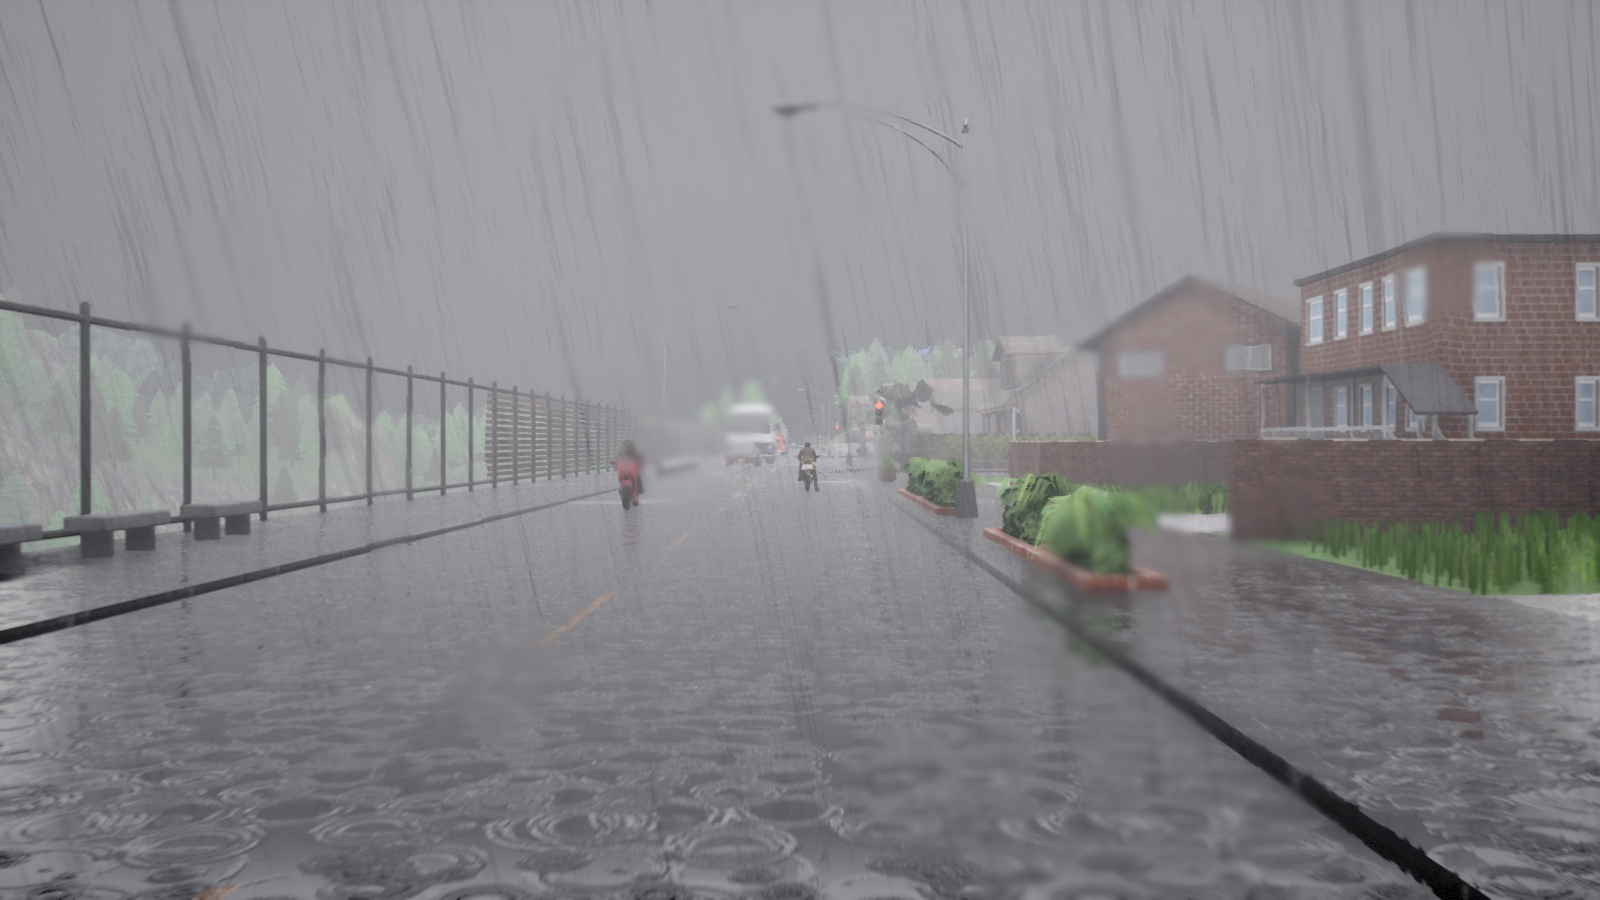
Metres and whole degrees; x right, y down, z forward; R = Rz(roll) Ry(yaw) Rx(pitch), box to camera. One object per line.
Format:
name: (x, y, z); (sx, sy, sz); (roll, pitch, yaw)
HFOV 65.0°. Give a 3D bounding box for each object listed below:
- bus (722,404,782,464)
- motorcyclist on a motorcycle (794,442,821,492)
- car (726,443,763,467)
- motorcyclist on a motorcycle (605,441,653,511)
bus: (-3.447, -1.159, 93.432); (3.944, 4.253, 10.273); (0, 0, 0)
motorcyclist on a motorcycle: (0.235, 0.510, 38.809); (0.797, 1.523, 2.044); (0, 0, 0)
car: (-3.525, 0.289, 80.658); (2.163, 1.488, 4.792); (0, 0, 0)
motorcyclist on a motorcycle: (-3.825, 0.566, 28.284); (0.797, 1.523, 2.044); (0, 0, 0)
